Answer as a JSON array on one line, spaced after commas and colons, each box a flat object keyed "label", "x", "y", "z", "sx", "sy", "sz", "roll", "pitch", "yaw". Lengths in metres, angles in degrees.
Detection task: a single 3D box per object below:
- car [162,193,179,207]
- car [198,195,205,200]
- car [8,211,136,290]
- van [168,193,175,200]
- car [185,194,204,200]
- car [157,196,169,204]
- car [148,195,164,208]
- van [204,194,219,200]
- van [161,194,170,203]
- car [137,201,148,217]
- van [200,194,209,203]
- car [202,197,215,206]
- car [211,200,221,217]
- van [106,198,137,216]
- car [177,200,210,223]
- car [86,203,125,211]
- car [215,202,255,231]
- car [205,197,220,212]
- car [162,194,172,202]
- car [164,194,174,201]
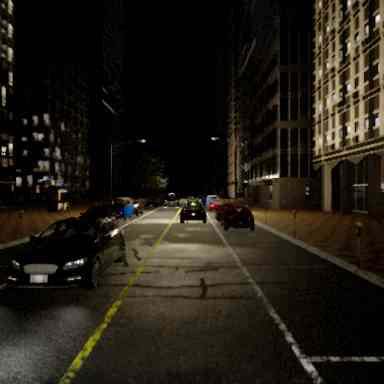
[{"label": "car", "x": -3.079, "y": 1.331, "z": 51.304, "sx": 2.097, "sy": 1.767, "sz": 4.553, "roll": 0, "pitch": 0, "yaw": 0}, {"label": "car", "x": 2.682, "y": 1.486, "z": 94.138, "sx": 1.947, "sy": 1.339, "sz": 4.313, "roll": 0, "pitch": 0, "yaw": 0}, {"label": "car", "x": -3.101, "y": 1.491, "z": 9.180, "sx": 2.128, "sy": 1.511, "sz": 4.902, "roll": 0, "pitch": 0, "yaw": 0}, {"label": "van", "x": -5.698, "y": 1.261, "z": 94.137, "sx": 1.690, "sy": 1.788, "sz": 3.998, "roll": 0, "pitch": 0, "yaw": 0}, {"label": "car", "x": 0.095, "y": 1.339, "z": 42.334, "sx": 2.097, "sy": 1.767, "sz": 4.553, "roll": 0, "pitch": 0, "yaw": 0}, {"label": "car", "x": -5.697, "y": 1.508, "z": 65.793, "sx": 1.887, "sy": 1.381, "sz": 4.507, "roll": 0, "pitch": 0, "yaw": 0}, {"label": "car", "x": -5.695, "y": 1.546, "z": 48.790, "sx": 1.947, "sy": 1.339, "sz": 4.313, "roll": 0, "pitch": 0, "yaw": 0}, {"label": "van", "x": 2.686, "y": 1.327, "z": 43.122, "sx": 1.690, "sy": 1.788, "sz": 3.998, "roll": 0, "pitch": 0, "yaw": 0}, {"label": "van", "x": -5.697, "y": 1.298, "z": 71.462, "sx": 1.690, "sy": 1.788, "sz": 3.998, "roll": 0, "pitch": 0, "yaw": 0}, {"label": "car", "x": -5.693, "y": 1.563, "z": 31.784, "sx": 1.947, "sy": 1.339, "sz": 4.313, "roll": 0, "pitch": 0, "yaw": 0}, {"label": "van", "x": 2.684, "y": 1.298, "z": 71.463, "sx": 1.690, "sy": 1.788, "sz": 3.998, "roll": 0, "pitch": 0, "yaw": 0}, {"label": "car", "x": 2.685, "y": 1.519, "z": 54.458, "sx": 1.887, "sy": 1.381, "sz": 4.507, "roll": 0, "pitch": 0, "yaw": 0}, {"label": "car", "x": 2.687, "y": 1.581, "z": 26.114, "sx": 1.802, "sy": 1.307, "sz": 4.206, "roll": 0, "pitch": 0, "yaw": 0}, {"label": "van", "x": -5.693, "y": 1.340, "z": 26.114, "sx": 1.690, "sy": 1.788, "sz": 3.998, "roll": 0, "pitch": 0, "yaw": 0}, {"label": "car", "x": 0.098, "y": 1.563, "z": 25.847, "sx": 1.994, "sy": 1.385, "sz": 4.181, "roll": 0, "pitch": 0, "yaw": 0}, {"label": "car", "x": -5.693, "y": 1.565, "z": 20.446, "sx": 1.947, "sy": 1.339, "sz": 4.313, "roll": 0, "pitch": 0, "yaw": 0}, {"label": "car", "x": 2.688, "y": 1.544, "z": 20.447, "sx": 1.887, "sy": 1.381, "sz": 4.507, "roll": 0, "pitch": 0, "yaw": 0}, {"label": "car", "x": 2.687, "y": 1.574, "z": 37.454, "sx": 1.802, "sy": 1.307, "sz": 4.206, "roll": 0, "pitch": 0, "yaw": 0}, {"label": "car", "x": -5.698, "y": 1.390, "z": 77.131, "sx": 1.967, "sy": 1.590, "sz": 4.097, "roll": 0, "pitch": 0, "yaw": 0}, {"label": "car", "x": -5.698, "y": 1.381, "z": 82.798, "sx": 1.967, "sy": 1.590, "sz": 4.097, "roll": 0, "pitch": 0, "yaw": 0}]
